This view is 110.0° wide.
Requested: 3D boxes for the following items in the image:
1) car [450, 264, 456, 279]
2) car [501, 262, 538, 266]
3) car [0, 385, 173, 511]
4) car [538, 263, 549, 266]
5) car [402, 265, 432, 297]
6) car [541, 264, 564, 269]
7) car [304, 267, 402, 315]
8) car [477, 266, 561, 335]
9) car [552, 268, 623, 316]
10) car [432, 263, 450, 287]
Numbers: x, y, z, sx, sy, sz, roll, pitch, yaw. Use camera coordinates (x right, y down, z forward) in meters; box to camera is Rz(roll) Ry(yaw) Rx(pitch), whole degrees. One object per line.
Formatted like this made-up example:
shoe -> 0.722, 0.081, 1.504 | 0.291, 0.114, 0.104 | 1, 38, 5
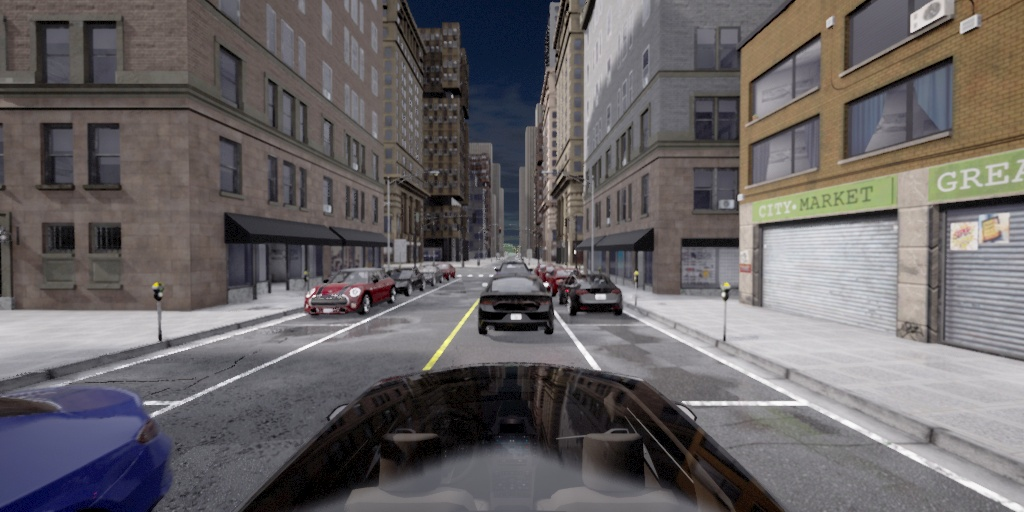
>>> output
car -> -5.753, 1.273, 29.728 | 1.888, 1.381, 4.507 | 0, 0, 0
car -> 0.109, 1.087, 19.760 | 2.097, 1.767, 4.553 | 0, 0, 0
car -> -3.101, 1.277, 0.408 | 1.812, 1.442, 4.674 | 0, 0, 0
car -> 2.771, 1.277, 24.219 | 1.888, 1.381, 4.507 | 0, 0, 0
car -> -5.757, 1.301, 18.717 | 1.948, 1.339, 4.313 | 0, 0, 0
car -> 2.768, 1.280, 18.713 | 1.888, 1.381, 4.507 | 0, 0, 0
car -> -5.760, 1.179, 13.212 | 1.967, 1.591, 4.097 | 0, 0, 0
car -> 0.102, 1.220, 10.538 | 1.882, 1.535, 5.008 | 0, 0, 0
car -> 2.766, 1.305, 13.209 | 1.948, 1.339, 4.313 | 0, 0, 0
car -> -5.755, 1.282, 24.222 | 2.007, 1.370, 4.403 | 0, 0, 0
